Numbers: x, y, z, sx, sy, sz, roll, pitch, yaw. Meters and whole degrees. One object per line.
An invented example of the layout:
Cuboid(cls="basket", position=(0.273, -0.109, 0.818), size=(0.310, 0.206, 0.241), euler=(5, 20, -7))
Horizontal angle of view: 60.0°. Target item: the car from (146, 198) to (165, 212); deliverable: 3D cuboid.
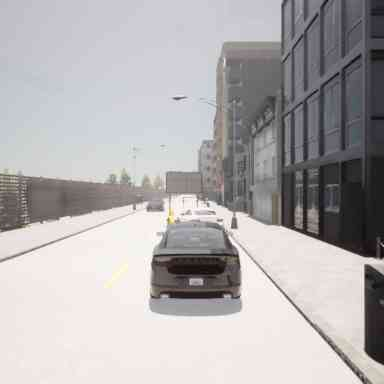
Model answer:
Cuboid(cls="car", position=(-4.116, 1.504, 38.148), size=(1.837, 1.490, 4.892), euler=(0, 0, 0))

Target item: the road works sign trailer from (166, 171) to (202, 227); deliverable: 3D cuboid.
Cuboid(cls="road works sign trailer", position=(-0.563, 0.464, 21.339), size=(2.380, 3.560, 2.880), euler=(0, 0, -17))

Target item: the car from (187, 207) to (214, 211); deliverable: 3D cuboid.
Cuboid(cls="car", position=(0.433, 1.539, 17.859), size=(1.812, 1.442, 4.674), euler=(0, -1, -9))

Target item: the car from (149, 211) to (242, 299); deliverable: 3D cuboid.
Cuboid(cls="car", position=(0.073, 1.477, 8.508), size=(1.882, 1.535, 5.008), euler=(0, 0, 0))
